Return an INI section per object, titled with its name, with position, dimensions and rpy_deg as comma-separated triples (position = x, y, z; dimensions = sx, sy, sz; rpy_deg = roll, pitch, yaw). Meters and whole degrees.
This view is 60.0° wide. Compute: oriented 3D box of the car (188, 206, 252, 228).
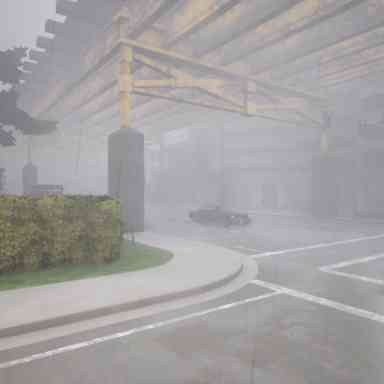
[car]
position = 1.819, 1.601, 22.563
dimensions = 1.895, 1.301, 4.718
rpy_deg = 0, 0, -36
